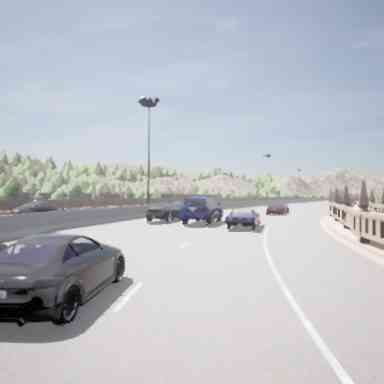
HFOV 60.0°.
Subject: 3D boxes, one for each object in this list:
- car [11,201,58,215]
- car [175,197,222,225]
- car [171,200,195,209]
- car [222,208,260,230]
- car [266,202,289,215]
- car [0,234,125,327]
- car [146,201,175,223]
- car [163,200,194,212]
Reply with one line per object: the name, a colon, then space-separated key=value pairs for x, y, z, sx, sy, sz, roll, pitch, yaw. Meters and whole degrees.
car: x=-15.383 y=1.659 z=32.805 sx=2.128 sy=1.511 sz=4.902 roll=0 pitch=-1 yaw=19
car: x=0.844 y=1.396 z=25.780 sx=2.150 sy=2.045 sz=5.566 roll=0 pitch=-1 yaw=17
car: x=-1.385 y=2.051 z=55.177 sx=1.895 sy=1.301 sz=4.718 roll=0 pitch=-1 yaw=27
car: x=3.578 y=1.762 z=22.725 sx=1.895 sy=1.301 sz=4.718 roll=0 pitch=0 yaw=16
car: x=9.983 y=1.887 z=38.564 sx=1.994 sy=1.385 sz=4.181 roll=0 pitch=-1 yaw=26
car: x=-2.894 y=1.589 z=7.228 sx=1.994 sy=1.385 sz=4.181 roll=0 pitch=0 yaw=5
car: x=-2.183 y=1.681 z=27.619 sx=1.837 sy=1.490 sz=4.892 roll=0 pitch=-1 yaw=18
car: x=-1.830 y=1.906 z=46.664 sx=2.033 sy=1.411 sz=5.357 roll=0 pitch=-1 yaw=27
